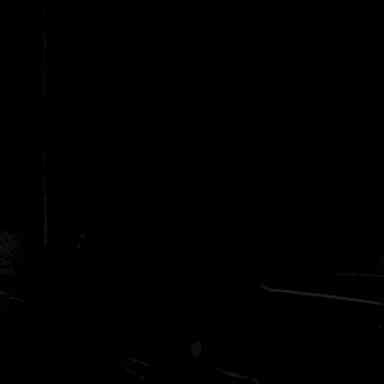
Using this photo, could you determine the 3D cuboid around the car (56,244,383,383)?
[{"bbox_3d":[1.235,1.316,2.195,5.009,1.841,2.192,-1,0,35],"label":"car"}]
